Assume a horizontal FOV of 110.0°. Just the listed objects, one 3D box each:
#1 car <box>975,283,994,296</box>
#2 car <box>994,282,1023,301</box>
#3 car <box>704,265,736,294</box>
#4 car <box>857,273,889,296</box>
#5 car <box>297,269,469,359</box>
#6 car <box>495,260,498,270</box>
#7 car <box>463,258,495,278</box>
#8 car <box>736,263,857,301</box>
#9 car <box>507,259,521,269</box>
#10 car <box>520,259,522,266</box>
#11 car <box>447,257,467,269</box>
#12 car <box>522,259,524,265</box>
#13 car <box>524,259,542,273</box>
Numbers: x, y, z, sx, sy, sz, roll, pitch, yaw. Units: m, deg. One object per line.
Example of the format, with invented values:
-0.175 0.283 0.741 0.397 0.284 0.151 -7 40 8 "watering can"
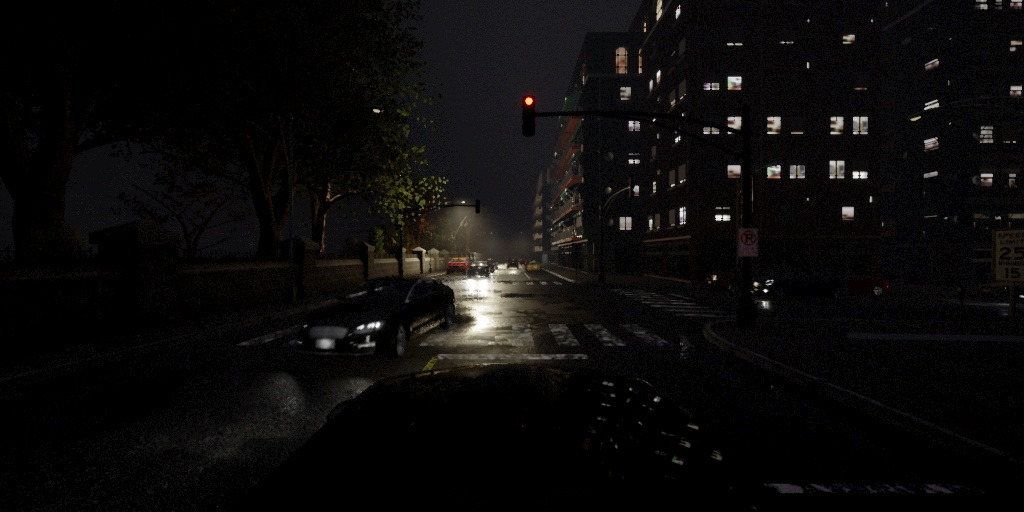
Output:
31.528 1.857 22.006 4.829 1.417 1.751 0 0 0 "car"
29.856 1.909 19.402 4.718 1.301 1.895 1 0 0 "car"
14.612 1.338 21.966 5.009 1.841 2.192 0 0 0 "car"
20.307 1.671 21.980 4.507 1.381 1.888 0 0 0 "car"
-2.813 1.241 8.562 2.128 1.511 4.902 0 0 9 "car"
-3.067 1.263 43.676 1.837 1.490 4.892 0 0 0 "car"
-3.078 1.245 34.325 2.128 1.511 4.902 0 0 0 "car"
15.202 1.397 19.372 4.553 1.767 2.097 1 0 0 "car"
0.139 1.315 58.877 2.033 1.411 5.357 0 0 0 "car"
2.729 1.316 55.166 2.007 1.370 4.403 0 0 0 "car"
-5.664 1.070 38.566 2.192 1.841 5.009 0 0 0 "car"
2.725 1.307 49.631 1.888 1.381 4.507 0 0 0 "car"
2.721 1.283 44.266 1.751 1.417 4.829 0 0 0 "car"
